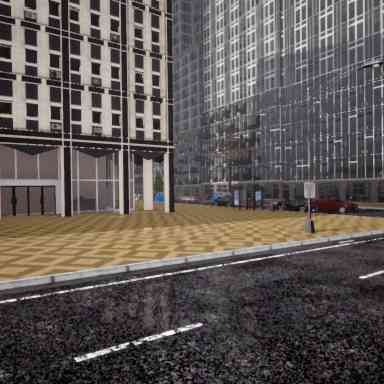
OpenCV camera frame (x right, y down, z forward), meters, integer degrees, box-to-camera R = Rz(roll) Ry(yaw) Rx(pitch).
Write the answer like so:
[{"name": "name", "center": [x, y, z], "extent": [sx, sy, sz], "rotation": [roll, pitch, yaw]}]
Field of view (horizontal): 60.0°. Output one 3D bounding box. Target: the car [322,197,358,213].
[{"name": "car", "center": [14.674, 1.315, 34.635], "extent": [1.882, 1.535, 5.008], "rotation": [-1, 1, -34]}]

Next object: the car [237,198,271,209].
[{"name": "car", "center": [7.814, 1.388, 39.943], "extent": [1.802, 1.307, 4.206], "rotation": [0, 1, -34]}]

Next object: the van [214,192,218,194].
[{"name": "van", "center": [5.260, 0.855, 58.812], "extent": [1.690, 1.788, 3.998], "rotation": [0, 1, -34]}]

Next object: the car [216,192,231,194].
[{"name": "car", "center": [6.076, 1.176, 47.302], "extent": [1.882, 1.535, 5.008], "rotation": [-1, 1, -34]}]

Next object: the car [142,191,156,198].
[{"name": "car", "center": [-10.706, 0.685, 82.322], "extent": [1.967, 1.590, 4.097], "rotation": [0, 1, -34]}]

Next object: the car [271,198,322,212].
[{"name": "car", "center": [10.993, 1.424, 35.229], "extent": [1.947, 1.339, 4.313], "rotation": [0, 1, -34]}]

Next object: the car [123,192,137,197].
[{"name": "car", "center": [-17.092, 0.687, 91.726], "extent": [2.008, 1.369, 4.403], "rotation": [0, 1, -34]}]

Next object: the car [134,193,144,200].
[{"name": "car", "center": [-11.252, 1.039, 68.213], "extent": [2.008, 1.369, 4.403], "rotation": [0, 1, -34]}]

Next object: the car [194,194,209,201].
[{"name": "car", "center": [2.067, 1.043, 63.517], "extent": [1.802, 1.307, 4.206], "rotation": [0, 1, -34]}]

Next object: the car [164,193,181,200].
[{"name": "car", "center": [-4.319, 0.935, 72.921], "extent": [1.802, 1.307, 4.206], "rotation": [0, 1, -34]}]

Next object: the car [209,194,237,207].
[{"name": "car", "center": [4.669, 1.319, 44.676], "extent": [1.947, 1.339, 4.313], "rotation": [0, 1, -34]}]

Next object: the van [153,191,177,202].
[{"name": "van", "center": [-4.865, 0.937, 58.807], "extent": [1.690, 1.788, 3.998], "rotation": [0, 1, -34]}]

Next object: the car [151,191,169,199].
[{"name": "car", "center": [-7.513, 0.614, 77.619], "extent": [2.192, 1.841, 5.009], "rotation": [0, 1, -34]}]

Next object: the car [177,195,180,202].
[{"name": "car", "center": [-4.138, 0.877, 62.498], "extent": [2.097, 1.767, 4.553], "rotation": [-1, 1, -34]}]
